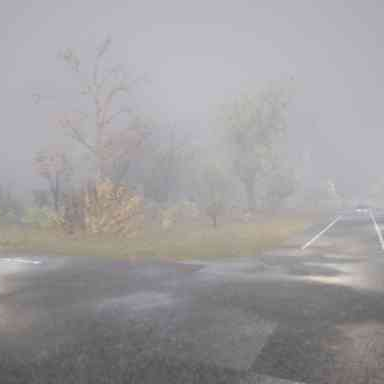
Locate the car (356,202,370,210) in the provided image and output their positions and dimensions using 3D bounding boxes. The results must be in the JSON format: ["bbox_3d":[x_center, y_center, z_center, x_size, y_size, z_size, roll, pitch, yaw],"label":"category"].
[{"bbox_3d":[31.772,2.518,61.826,1.994,1.385,4.181,-5,-3,33],"label":"car"}]
